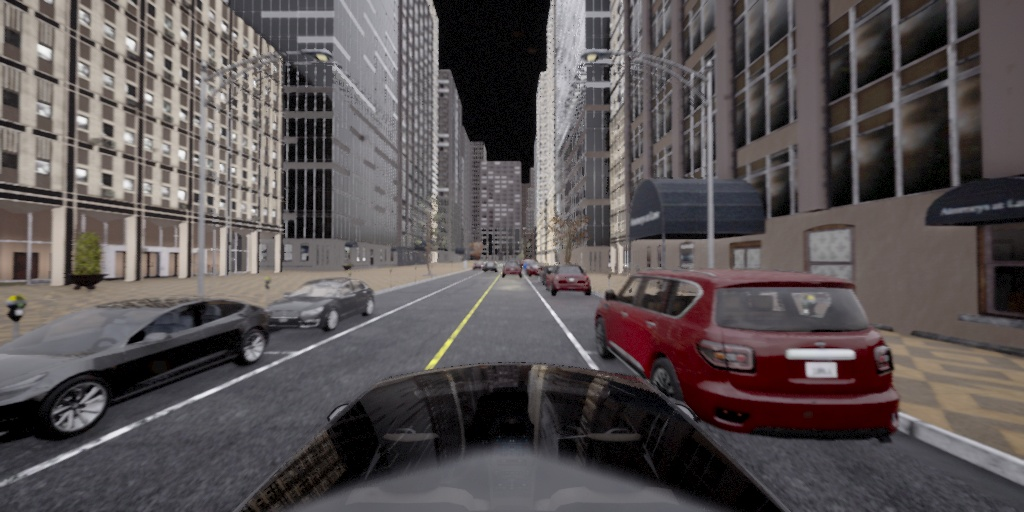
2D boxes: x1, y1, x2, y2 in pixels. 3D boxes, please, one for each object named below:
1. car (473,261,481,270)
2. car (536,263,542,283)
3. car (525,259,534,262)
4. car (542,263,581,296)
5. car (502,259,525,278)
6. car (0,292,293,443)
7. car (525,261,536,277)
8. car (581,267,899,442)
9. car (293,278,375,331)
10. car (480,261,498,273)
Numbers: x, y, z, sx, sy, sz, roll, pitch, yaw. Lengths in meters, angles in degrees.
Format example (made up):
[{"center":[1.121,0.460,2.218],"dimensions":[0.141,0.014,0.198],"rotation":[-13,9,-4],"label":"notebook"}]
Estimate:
[{"center":[-5.690,1.645,61.895],"dimensions":[1.967,1.591,4.097],"rotation":[0,0,0],"label":"car"},{"center":[3.146,1.453,27.822],"dimensions":[1.837,1.490,4.892],"rotation":[0,0,0],"label":"car"},{"center":[2.691,1.516,45.000],"dimensions":[1.967,1.591,4.097],"rotation":[0,0,0],"label":"car"},{"center":[3.114,1.248,20.793],"dimensions":[2.097,1.767,4.553],"rotation":[0,0,0],"label":"car"},{"center":[0.034,1.387,39.292],"dimensions":[2.097,1.767,4.553],"rotation":[0,0,1],"label":"car"},{"center":[-5.687,1.348,5.468],"dimensions":[1.948,1.339,4.313],"rotation":[0,0,0],"label":"car"},{"center":[2.691,1.580,39.359],"dimensions":[1.888,1.381,4.507],"rotation":[0,0,0],"label":"car"},{"center":[2.693,1.093,5.511],"dimensions":[2.192,1.841,5.009],"rotation":[0,0,0],"label":"car"},{"center":[-5.688,1.376,11.110],"dimensions":[2.007,1.370,4.403],"rotation":[0,0,0],"label":"car"},{"center":[-3.068,1.607,51.709],"dimensions":[1.882,1.535,5.008],"rotation":[0,0,0],"label":"car"}]
